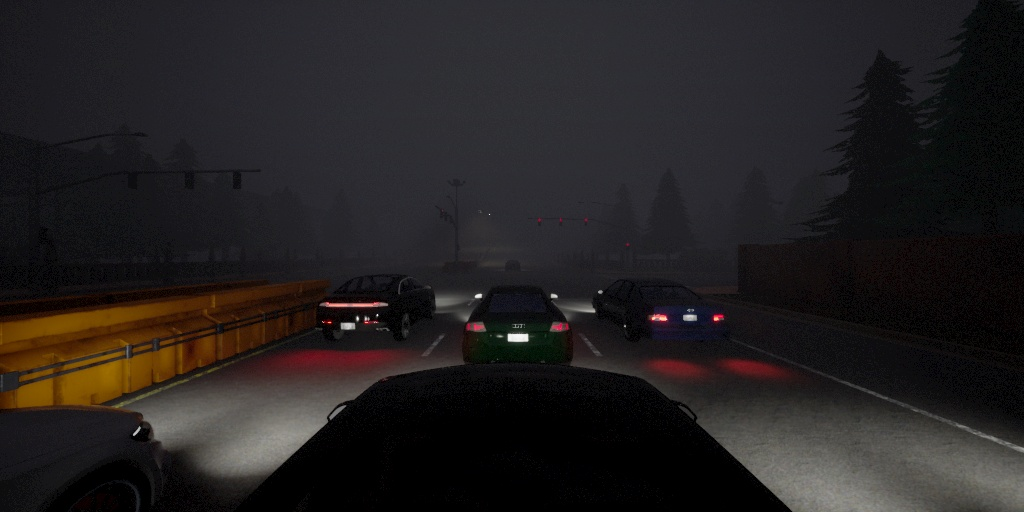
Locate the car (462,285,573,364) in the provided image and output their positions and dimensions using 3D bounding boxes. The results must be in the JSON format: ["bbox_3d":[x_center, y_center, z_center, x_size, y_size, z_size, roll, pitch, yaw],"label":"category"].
[{"bbox_3d":[0.099,1.314,7.906,1.994,1.385,4.181,0,0,0],"label":"car"}]

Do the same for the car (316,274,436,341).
[{"bbox_3d":[-3.399,1.241,9.857,2.128,1.511,4.902,0,0,0],"label":"car"}]

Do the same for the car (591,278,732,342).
[{"bbox_3d":[3.600,1.297,9.763,2.033,1.411,5.357,0,0,0],"label":"car"}]

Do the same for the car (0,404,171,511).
[{"bbox_3d":[-3.403,1.276,0.621,1.812,1.442,4.674,0,0,0],"label":"car"}]

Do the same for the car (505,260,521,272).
[{"bbox_3d":[0.101,1.228,46.039,1.882,1.535,5.008,0,0,0],"label":"car"}]
